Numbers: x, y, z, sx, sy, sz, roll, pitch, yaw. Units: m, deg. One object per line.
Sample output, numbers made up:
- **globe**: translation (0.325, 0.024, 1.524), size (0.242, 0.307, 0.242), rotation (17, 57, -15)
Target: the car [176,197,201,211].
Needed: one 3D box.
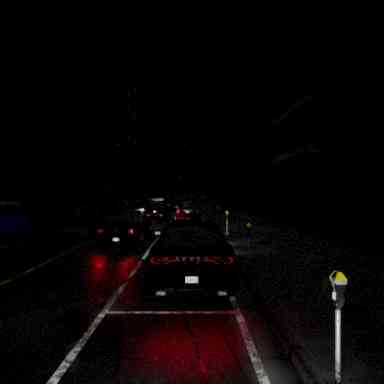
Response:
- **car**: translation (-0.290, 1.443, 25.481), size (1.967, 1.590, 4.097), rotation (0, 0, 0)

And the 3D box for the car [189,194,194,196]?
- **car**: translation (-0.257, 1.501, 84.576), size (1.967, 1.590, 4.097), rotation (0, 0, 0)

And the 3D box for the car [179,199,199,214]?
- **car**: translation (-0.290, 1.558, 36.484), size (2.008, 1.369, 4.403), rotation (0, 0, 0)

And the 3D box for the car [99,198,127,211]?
- **car**: translation (-8.815, 1.573, 36.483), size (1.947, 1.339, 4.313), rotation (0, 0, 0)

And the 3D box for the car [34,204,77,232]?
- **car**: translation (-8.815, 1.568, 19.979), size (1.947, 1.339, 4.313), rotation (0, 0, 0)

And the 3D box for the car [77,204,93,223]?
- **car**: translation (-8.815, 1.585, 25.481), size (1.802, 1.307, 4.206), rotation (0, 0, 0)

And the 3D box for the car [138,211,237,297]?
- **car**: translation (-0.006, 1.478, 8.650), size (1.882, 1.535, 5.008), rotation (0, 0, 0)

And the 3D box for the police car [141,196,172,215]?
- **police car**: translation (-3.146, 1.429, 30.292), size (1.930, 1.638, 5.238), rotation (0, 0, 0)

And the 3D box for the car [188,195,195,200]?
- **car**: translation (-0.237, 1.636, 95.394), size (2.008, 1.369, 4.403), rotation (0, 0, 0)

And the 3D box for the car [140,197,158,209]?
- **car**: translation (-6.145, 1.535, 48.260), size (1.882, 1.535, 5.008), rotation (0, 0, 0)

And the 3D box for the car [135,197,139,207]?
- **car**: translation (-8.816, 1.452, 47.486), size (1.967, 1.590, 4.097), rotation (0, 0, 0)

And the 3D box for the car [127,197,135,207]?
- **car**: translation (-8.815, 1.591, 41.985), size (1.802, 1.307, 4.206), rotation (0, 0, 0)

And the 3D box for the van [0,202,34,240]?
- **van**: translation (-8.815, 1.342, 14.478), size (1.690, 1.788, 3.998), rotation (0, 0, 0)

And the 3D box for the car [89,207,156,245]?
- **car**: translation (-3.044, 1.602, 15.537), size (1.895, 1.301, 4.718), rotation (0, 0, 0)
